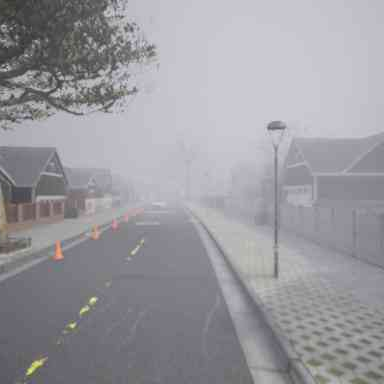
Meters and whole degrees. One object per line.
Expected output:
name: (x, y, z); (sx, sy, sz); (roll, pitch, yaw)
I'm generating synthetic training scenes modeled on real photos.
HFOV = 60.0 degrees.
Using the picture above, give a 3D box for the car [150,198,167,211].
car: (-4.247, 1.552, 42.370); (1.812, 1.442, 4.674); (0, 0, -4)

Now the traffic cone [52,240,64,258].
traffic cone: (-4.617, 1.960, 11.454); (0.340, 0.580, 0.340); (0, 0, -1)

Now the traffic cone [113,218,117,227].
traffic cone: (-4.961, 1.970, 21.399); (0.340, 0.580, 0.340); (0, 0, -3)

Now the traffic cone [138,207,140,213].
traffic cone: (-5.837, 1.982, 36.317); (0.340, 0.580, 0.340); (0, 0, -4)

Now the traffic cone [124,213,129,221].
traffic cone: (-5.207, 1.976, 26.369); (0.340, 0.580, 0.340); (0, 0, -3)
